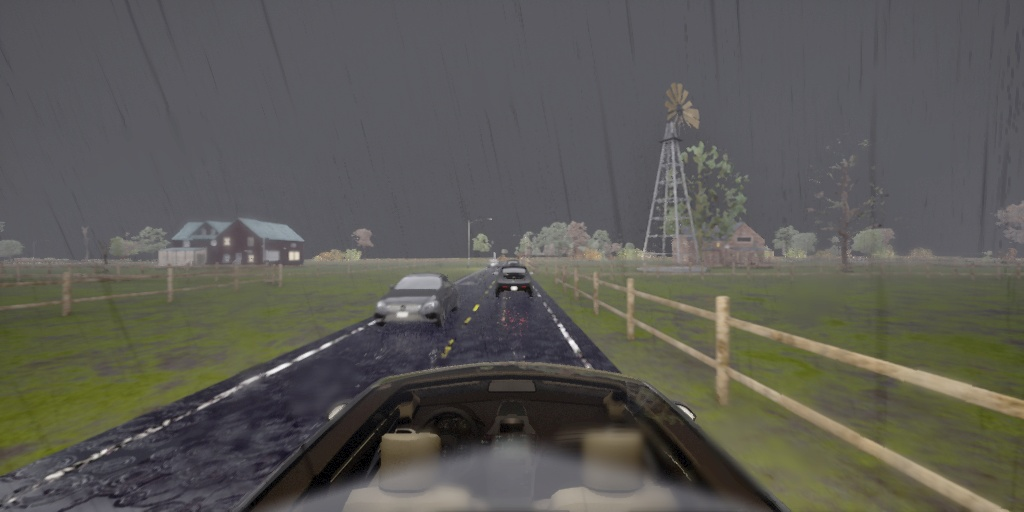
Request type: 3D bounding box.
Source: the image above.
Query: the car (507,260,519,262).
[{"bbox_3d":[0.105,1.209,41.352,1.837,1.490,4.892,0,0,0],"label":"car"}]

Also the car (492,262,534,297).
[{"bbox_3d":[0.101,1.237,18.936,1.837,1.490,4.892,0,0,0],"label":"car"}]

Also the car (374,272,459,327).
[{"bbox_3d":[-2.839,1.266,11.620,1.812,1.442,4.674,0,0,0],"label":"car"}]

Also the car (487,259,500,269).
[{"bbox_3d":[-2.797,1.176,55.185,2.128,1.511,4.902,0,0,0],"label":"car"}]
